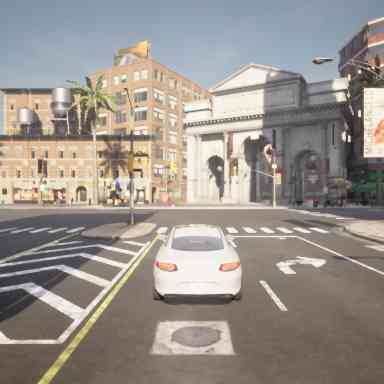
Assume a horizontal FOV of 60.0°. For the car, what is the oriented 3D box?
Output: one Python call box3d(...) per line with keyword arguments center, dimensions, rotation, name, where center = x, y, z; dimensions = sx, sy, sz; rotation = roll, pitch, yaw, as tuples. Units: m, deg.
box3d(center=(0.111, 1.526, 8.256), dimensions=(1.812, 1.442, 4.674), rotation=(0, 0, 0), name="car")
